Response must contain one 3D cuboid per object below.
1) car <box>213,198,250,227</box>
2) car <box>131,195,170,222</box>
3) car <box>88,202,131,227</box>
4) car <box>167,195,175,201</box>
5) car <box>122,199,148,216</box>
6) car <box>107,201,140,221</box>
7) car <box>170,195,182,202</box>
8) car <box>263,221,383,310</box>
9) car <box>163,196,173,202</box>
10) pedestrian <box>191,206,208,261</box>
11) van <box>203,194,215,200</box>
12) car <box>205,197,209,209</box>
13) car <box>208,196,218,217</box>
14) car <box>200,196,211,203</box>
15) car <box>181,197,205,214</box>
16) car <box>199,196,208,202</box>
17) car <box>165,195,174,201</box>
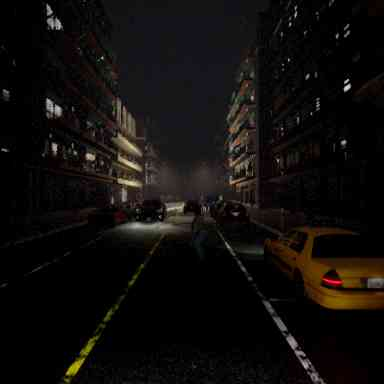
[{"bbox_3d":[2.705,1.439,22.510,1.967,1.590,4.097,1,0,0],"label":"car"},{"bbox_3d":[-3.097,1.350,26.015,2.097,1.767,4.553,0,0,0],"label":"car"},{"bbox_3d":[-5.677,1.543,22.552,1.887,1.381,4.507,1,0,0],"label":"car"},{"bbox_3d":[-5.669,1.561,90.490,1.887,1.381,4.507,1,0,0],"label":"car"},{"bbox_3d":[-5.675,1.524,33.704,1.752,1.417,4.829,1,0,0],"label":"car"},{"bbox_3d":[-5.675,1.524,28.043,1.752,1.417,4.829,1,0,0],"label":"car"},{"bbox_3d":[-2.993,1.146,66.737,1.812,1.442,4.674,0,0,0],"label":"car"},{"bbox_3d":[3.000,1.455,7.942,1.801,1.575,5.366,0,0,0],"label":"car"},{"bbox_3d":[-5.671,1.562,79.167,2.008,1.369,4.403,1,0,0],"label":"car"},{"bbox_3d":[0.232,1.293,10.805,0.375,1.860,0.375,1,-1,-3],"label":"pedestrian"},{"bbox_3d":[2.709,1.341,45.157,1.690,1.788,3.998,1,0,0],"label":"van"},{"bbox_3d":[2.705,1.549,33.833,2.008,1.369,4.403,1,0,0],"label":"car"},{"bbox_3d":[2.706,1.439,28.171,1.967,1.590,4.097,1,0,0],"label":"car"},{"bbox_3d":[2.708,1.573,67.804,1.947,1.339,4.313,1,0,0],"label":"car"},{"bbox_3d":[0.094,1.560,35.840,1.994,1.385,4.181,0,0,0],"label":"car"},{"bbox_3d":[2.710,1.562,79.127,2.008,1.369,4.403,1,0,0],"label":"car"},{"bbox_3d":[-5.670,1.539,84.660,1.752,1.417,4.829,1,0,0],"label":"car"}]
